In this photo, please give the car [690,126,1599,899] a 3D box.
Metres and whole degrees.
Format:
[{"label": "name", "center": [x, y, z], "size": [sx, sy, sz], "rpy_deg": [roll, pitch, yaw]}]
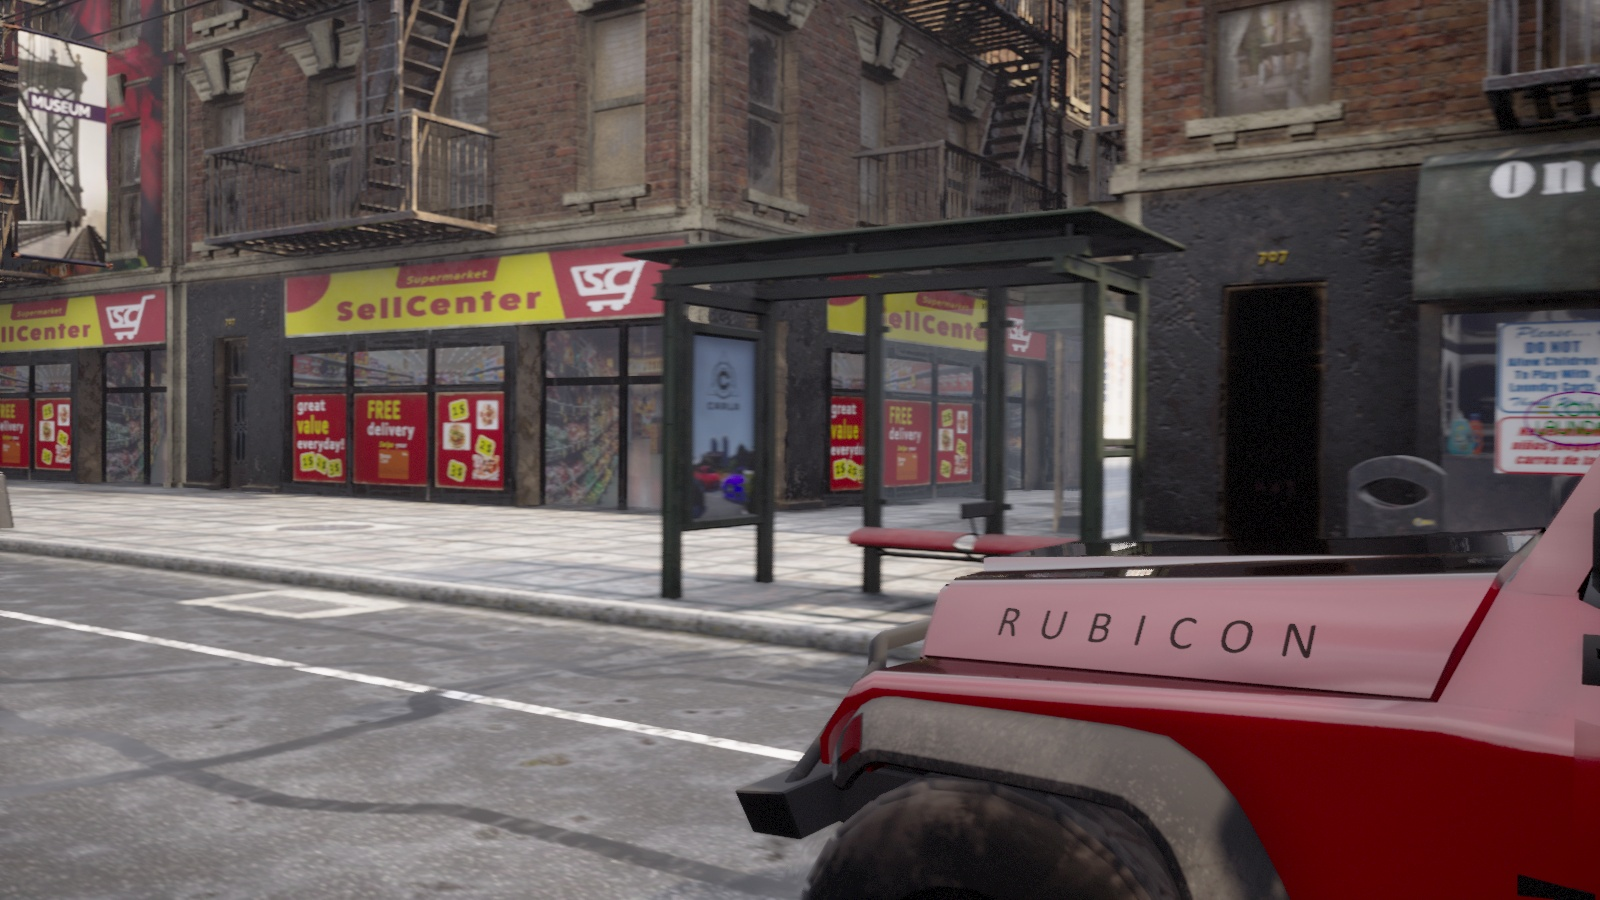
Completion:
[{"label": "car", "center": [1.918, 0.478, 2.345], "size": [3.866, 1.878, 1.905], "rpy_deg": [0, 1, 34]}]
